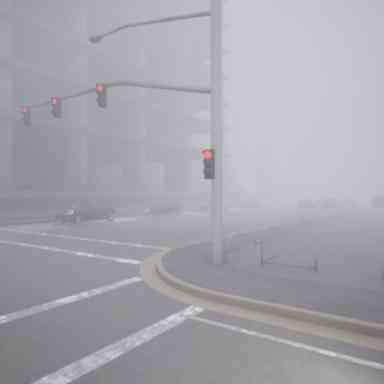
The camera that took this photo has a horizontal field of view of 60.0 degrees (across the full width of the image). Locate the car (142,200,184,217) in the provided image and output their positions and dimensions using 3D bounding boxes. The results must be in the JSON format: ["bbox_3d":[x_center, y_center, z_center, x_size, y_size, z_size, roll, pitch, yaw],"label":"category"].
[{"bbox_3d":[-2.760,1.563,32.616,2.128,1.511,4.902,0,0,35],"label":"car"}]

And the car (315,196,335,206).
[{"bbox_3d":[22.152,1.507,55.330,1.882,1.535,5.008,0,0,35],"label":"car"}]

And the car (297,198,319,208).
[{"bbox_3d":[16.406,1.593,47.215,1.994,1.385,4.181,0,0,35],"label":"car"}]

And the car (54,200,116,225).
[{"bbox_3d":[-8.025,1.423,25.193,2.097,1.767,4.553,0,0,36],"label":"car"}]

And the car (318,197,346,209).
[{"bbox_3d":[18.903,1.572,44.684,1.994,1.385,4.181,0,0,35],"label":"car"}]

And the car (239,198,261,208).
[{"bbox_3d":[8.553,1.598,48.517,1.812,1.442,4.674,0,0,36],"label":"car"}]

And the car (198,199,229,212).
[{"bbox_3d":[2.692,1.550,40.303,1.882,1.535,5.008,0,0,36],"label":"car"}]

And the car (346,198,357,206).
[{"bbox_3d":[25.366,1.572,53.815,1.994,1.385,4.181,0,0,35],"label":"car"}]
